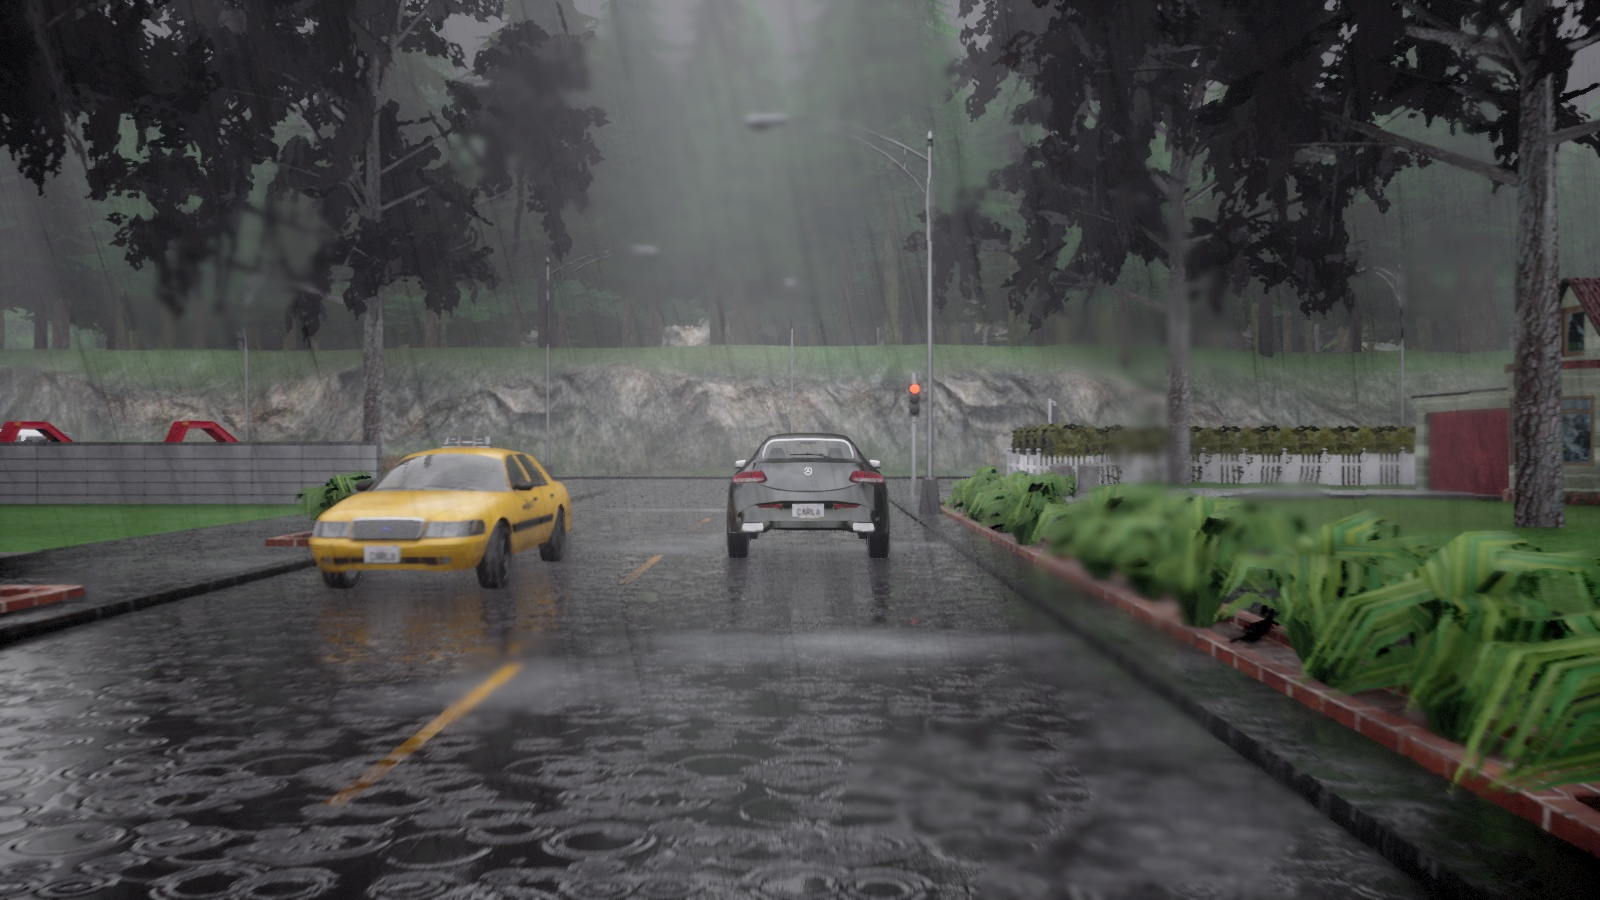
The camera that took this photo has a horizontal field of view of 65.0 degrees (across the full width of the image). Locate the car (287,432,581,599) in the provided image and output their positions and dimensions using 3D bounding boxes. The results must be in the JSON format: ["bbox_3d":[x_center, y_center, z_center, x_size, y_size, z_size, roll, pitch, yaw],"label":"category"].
[{"bbox_3d":[-3.904,0.601,14.478,1.801,1.575,5.366,0,0,0],"label":"car"}]

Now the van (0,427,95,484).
[{"bbox_3d":[-28.619,0.188,45.929,4.480,2.038,2.069,0,0,0],"label":"van"}]

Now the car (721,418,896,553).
[{"bbox_3d":[0.115,0.424,17.939,2.152,1.651,5.027,0,0,0],"label":"car"}]
